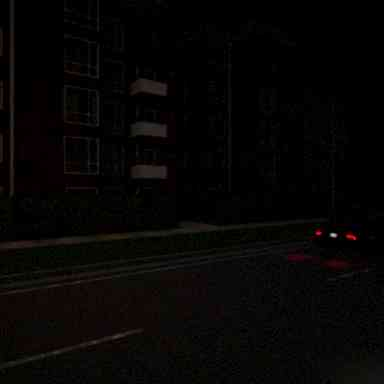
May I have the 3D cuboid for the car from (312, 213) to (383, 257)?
[{"bbox_3d":[6.956,1.550,13.007,5.357,1.411,2.033,0,0,-35],"label":"car"}]
